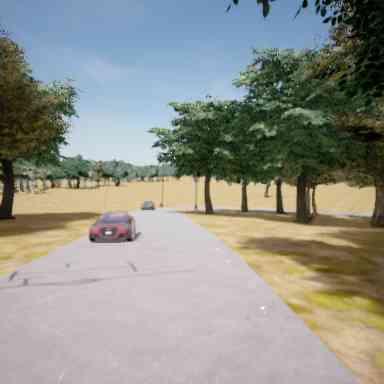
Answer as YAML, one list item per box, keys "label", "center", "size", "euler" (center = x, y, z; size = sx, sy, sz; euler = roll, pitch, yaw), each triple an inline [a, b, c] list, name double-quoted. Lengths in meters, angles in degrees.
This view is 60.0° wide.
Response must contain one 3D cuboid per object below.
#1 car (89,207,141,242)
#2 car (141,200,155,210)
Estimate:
- label: "car"
  center: [-3.914, 1.670, 16.985]
  size: [1.994, 1.385, 4.181]
  euler: [0, -1, -5]
- label: "car"
  center: [-7.704, 2.257, 58.174]
  size: [2.097, 1.767, 4.553]
  euler: [0, -1, 0]
